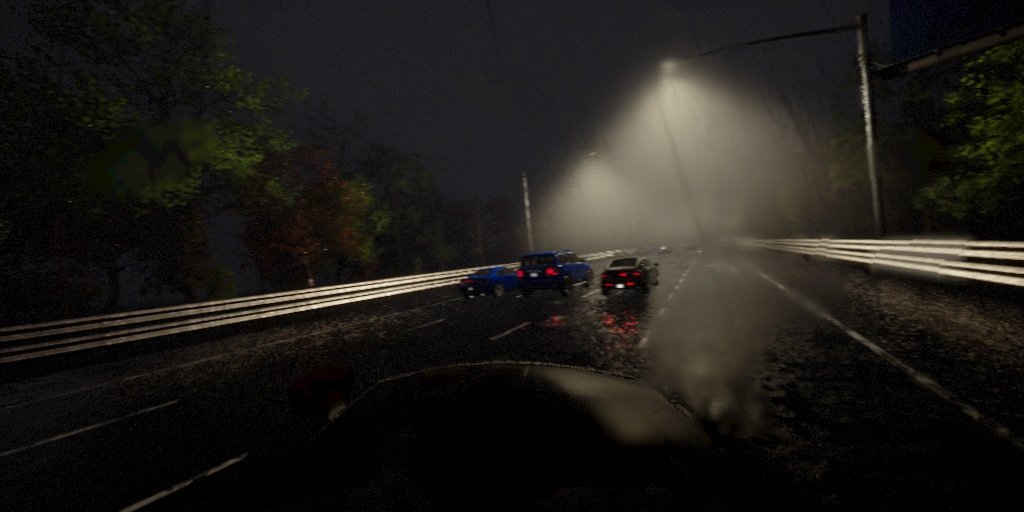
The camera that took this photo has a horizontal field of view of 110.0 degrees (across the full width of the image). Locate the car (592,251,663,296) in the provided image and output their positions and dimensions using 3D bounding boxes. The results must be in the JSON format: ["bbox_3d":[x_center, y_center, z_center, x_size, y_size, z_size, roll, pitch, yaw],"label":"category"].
[{"bbox_3d":[5.249,0.793,15.779,1.837,1.490,4.892,-5,0,29],"label":"car"}]

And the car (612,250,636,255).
[{"bbox_3d":[14.357,0.013,47.030,2.128,1.511,4.902,-5,0,29],"label":"car"}]

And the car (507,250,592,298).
[{"bbox_3d":[2.226,0.782,17.560,2.150,2.045,5.566,-5,0,29],"label":"car"}]

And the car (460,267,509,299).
[{"bbox_3d":[-0.795,1.315,19.262,1.882,1.535,5.008,-5,0,29],"label":"car"}]
